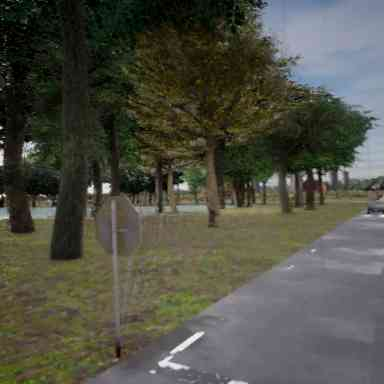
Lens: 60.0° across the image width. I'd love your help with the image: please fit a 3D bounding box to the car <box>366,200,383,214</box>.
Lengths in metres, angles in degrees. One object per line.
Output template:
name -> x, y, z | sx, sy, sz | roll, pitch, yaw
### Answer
car -> 21.358, 1.758, 38.428 | 1.837, 1.490, 4.892 | -3, -2, 31
